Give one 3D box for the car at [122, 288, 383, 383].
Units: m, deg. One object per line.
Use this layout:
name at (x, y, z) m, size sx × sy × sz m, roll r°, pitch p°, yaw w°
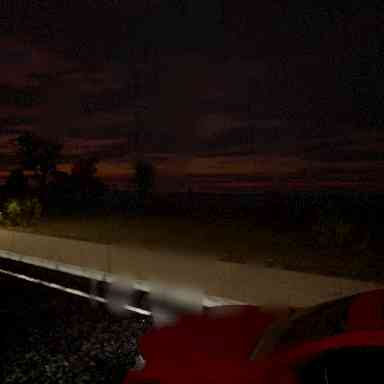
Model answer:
car at (1.543, 1.526, 2.461) m, size 4.674 × 1.442 × 1.812 m, roll 0°, pitch 0°, yaw 35°
